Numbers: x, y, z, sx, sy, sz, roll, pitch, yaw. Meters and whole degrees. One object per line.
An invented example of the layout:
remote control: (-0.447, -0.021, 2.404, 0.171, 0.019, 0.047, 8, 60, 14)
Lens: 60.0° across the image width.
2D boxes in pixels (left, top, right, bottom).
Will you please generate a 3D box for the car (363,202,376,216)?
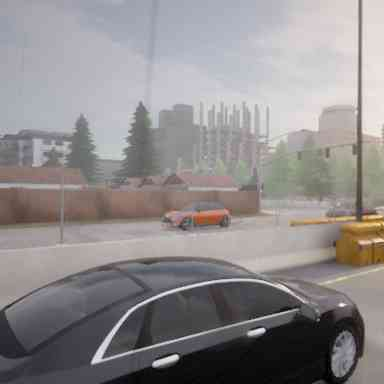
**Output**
car: (12.201, 1.543, 25.473, 4.553, 1.767, 2.097, 0, 0, -35)

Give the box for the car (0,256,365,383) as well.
car: (0.059, 1.523, 3.788, 4.892, 1.490, 1.837, 0, 0, -35)
